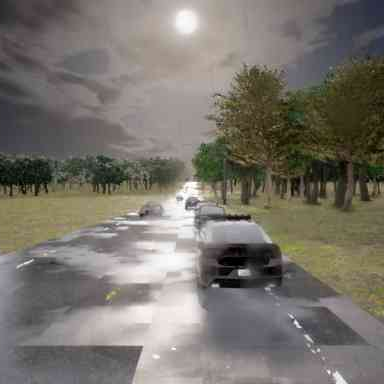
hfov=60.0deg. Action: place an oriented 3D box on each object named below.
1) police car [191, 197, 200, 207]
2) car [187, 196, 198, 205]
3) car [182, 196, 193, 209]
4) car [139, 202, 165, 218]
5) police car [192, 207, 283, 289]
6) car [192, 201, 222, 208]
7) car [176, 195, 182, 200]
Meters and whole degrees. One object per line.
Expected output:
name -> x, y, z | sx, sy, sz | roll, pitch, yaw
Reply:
police car -> 1.079, 1.459, 25.305 | 1.930, 1.638, 5.238 | 0, 0, 0
car -> 0.073, 1.581, 61.826 | 1.882, 1.535, 5.008 | 0, 0, 0
car -> 0.092, 1.446, 47.176 | 2.097, 1.767, 4.553 | 0, 0, 1
car -> -3.566, 1.611, 30.034 | 1.994, 1.385, 4.181 | 0, 0, 0
police car -> 1.060, 1.428, 9.302 | 1.930, 1.638, 5.238 | 0, 0, 0
car -> 1.071, 1.495, 19.194 | 1.882, 1.535, 5.008 | 0, 0, 0
car -> -3.392, 1.535, 91.327 | 2.128, 1.511, 4.902 | 0, 0, 0
